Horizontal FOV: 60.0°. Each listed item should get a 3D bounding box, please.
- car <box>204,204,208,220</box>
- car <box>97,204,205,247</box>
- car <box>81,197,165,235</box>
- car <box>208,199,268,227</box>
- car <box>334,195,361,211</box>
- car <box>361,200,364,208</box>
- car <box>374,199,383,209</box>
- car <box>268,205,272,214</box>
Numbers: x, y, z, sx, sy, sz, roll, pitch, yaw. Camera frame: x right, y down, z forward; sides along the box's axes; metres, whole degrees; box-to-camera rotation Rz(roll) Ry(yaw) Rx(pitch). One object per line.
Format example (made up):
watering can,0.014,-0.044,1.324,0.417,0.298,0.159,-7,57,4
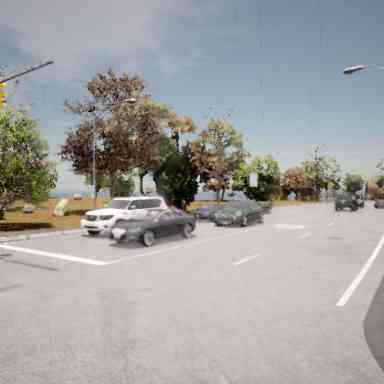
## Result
car,1.482,1.644,26.933,1.994,1.385,4.181,0,0,33
car,-1.704,1.546,15.672,2.128,1.511,4.902,0,0,34
car,-3.617,1.296,19.061,2.150,2.045,5.566,0,0,33
car,3.333,1.410,23.336,2.097,1.767,4.553,0,0,33
car,19.611,1.350,42.263,2.150,2.045,5.566,0,-1,33
car,25.270,1.804,51.163,1.895,1.301,4.718,0,-1,33
car,27.990,1.744,48.916,1.994,1.385,4.181,0,-1,33
car,6.922,1.708,35.559,1.895,1.301,4.718,0,0,32
